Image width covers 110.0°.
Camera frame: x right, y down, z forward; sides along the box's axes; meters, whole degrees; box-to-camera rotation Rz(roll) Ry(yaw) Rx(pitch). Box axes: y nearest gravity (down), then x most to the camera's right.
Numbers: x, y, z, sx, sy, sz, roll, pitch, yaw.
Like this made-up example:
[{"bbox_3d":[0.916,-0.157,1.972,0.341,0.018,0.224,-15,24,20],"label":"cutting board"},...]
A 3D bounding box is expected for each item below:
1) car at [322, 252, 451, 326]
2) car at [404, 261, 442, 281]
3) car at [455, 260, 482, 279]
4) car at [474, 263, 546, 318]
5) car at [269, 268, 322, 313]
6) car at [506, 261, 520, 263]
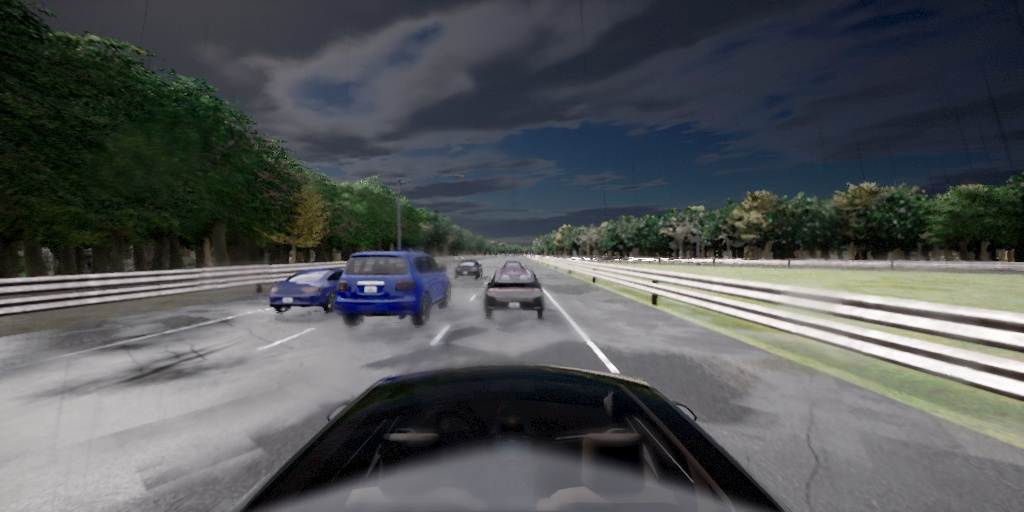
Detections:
[{"bbox_3d":[-3.419,0.888,11.382,2.150,2.045,5.566,0,0,0],"label":"car"},{"bbox_3d":[-6.920,1.096,28.289,1.994,1.385,4.181,0,0,0],"label":"car"},{"bbox_3d":[-3.418,1.053,28.816,1.812,1.442,4.674,0,0,0],"label":"car"},{"bbox_3d":[0.083,1.150,12.441,2.128,1.511,4.902,0,0,0],"label":"car"},{"bbox_3d":[-6.917,1.176,13.368,1.812,1.442,4.674,0,1,0],"label":"car"},{"bbox_3d":[0.081,1.095,28.355,1.994,1.385,4.181,0,0,0],"label":"car"}]
